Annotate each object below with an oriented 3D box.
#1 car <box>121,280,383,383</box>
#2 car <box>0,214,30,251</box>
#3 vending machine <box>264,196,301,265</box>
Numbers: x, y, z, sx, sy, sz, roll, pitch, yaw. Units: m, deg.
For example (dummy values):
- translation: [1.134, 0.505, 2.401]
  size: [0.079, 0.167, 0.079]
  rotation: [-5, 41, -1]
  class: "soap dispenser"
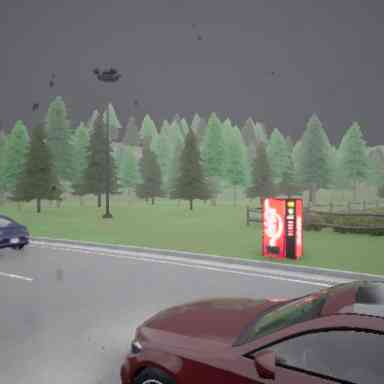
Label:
- translation: [1.484, 1.525, 2.725]
  size: [4.674, 1.442, 1.812]
  rotation: [0, 0, 35]
  class: "car"
- translation: [-8.199, 1.526, 12.670]
  size: [4.674, 1.442, 1.812]
  rotation: [0, 0, 28]
  class: "car"
- translation: [2.982, 1.195, 10.958]
  size: [0.880, 2.100, 1.100]
  rotation: [0, 0, 33]
  class: "vending machine"
